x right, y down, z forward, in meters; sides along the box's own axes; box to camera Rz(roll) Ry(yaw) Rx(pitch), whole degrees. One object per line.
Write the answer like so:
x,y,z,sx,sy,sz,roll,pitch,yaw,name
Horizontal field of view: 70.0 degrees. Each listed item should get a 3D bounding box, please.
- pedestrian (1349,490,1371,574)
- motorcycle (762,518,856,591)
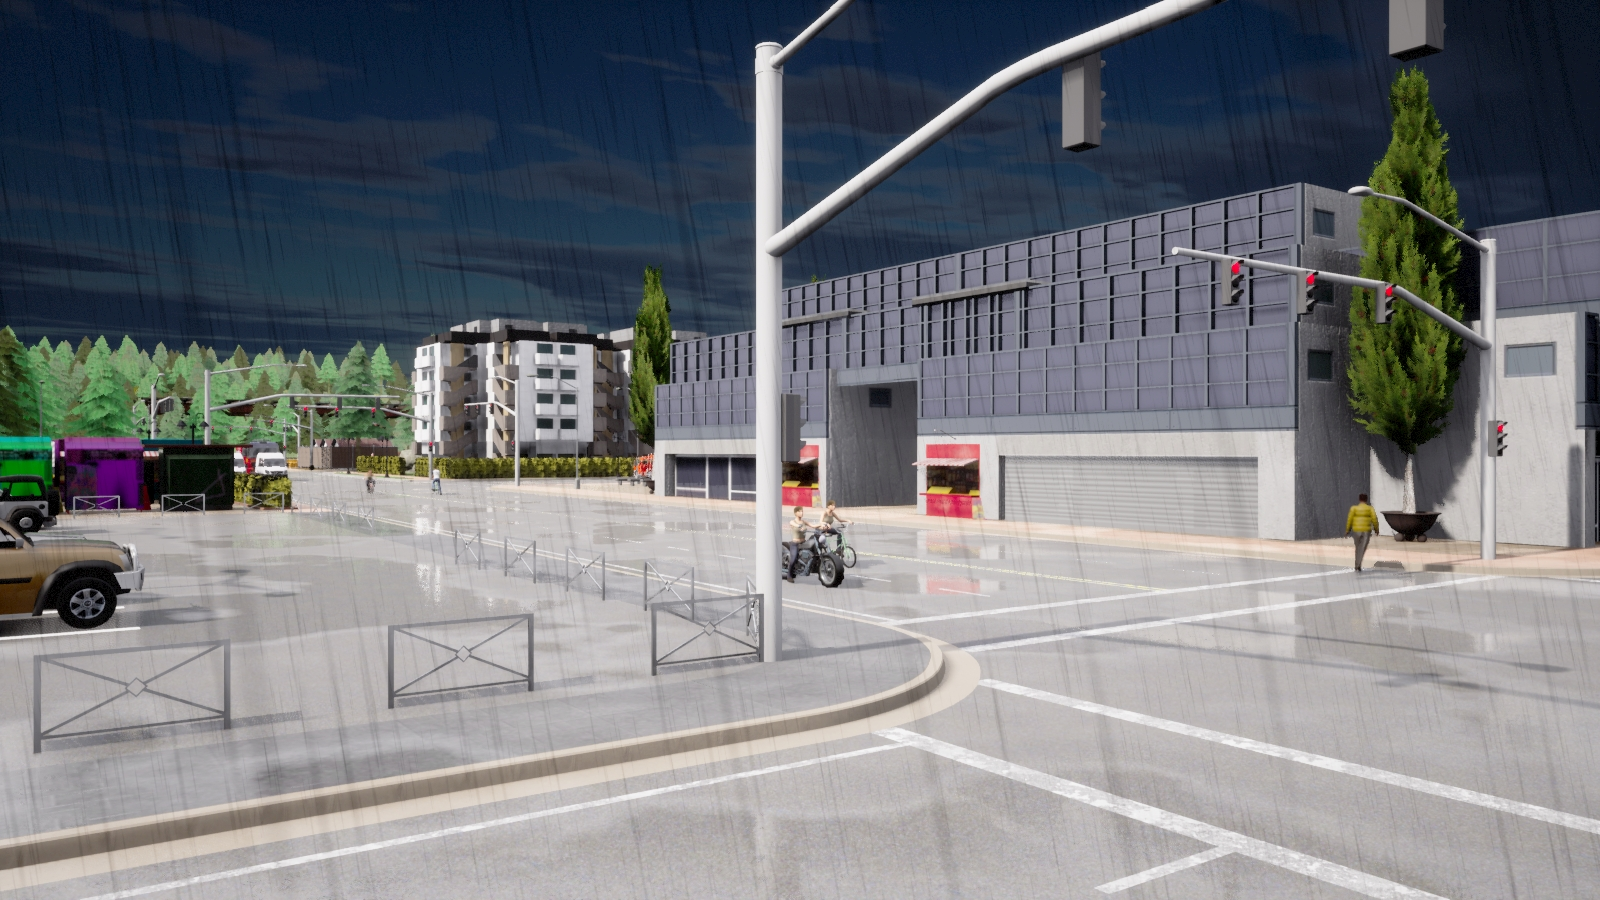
12.686,1.848,25.885,0.375,1.860,0.375,0,0,36,pedestrian
0.165,2.155,23.900,0.764,1.307,2.356,0,0,-34,motorcycle
